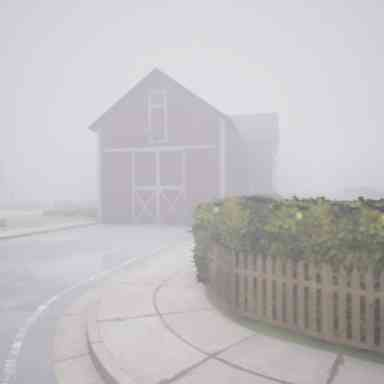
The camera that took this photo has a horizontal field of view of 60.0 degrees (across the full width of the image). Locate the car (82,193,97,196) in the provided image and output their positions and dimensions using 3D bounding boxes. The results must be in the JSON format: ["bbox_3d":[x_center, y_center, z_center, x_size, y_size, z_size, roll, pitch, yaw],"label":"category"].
[{"bbox_3d":[-18.873,1.157,61.964,2.150,2.045,5.566,0,0,14],"label":"car"}]

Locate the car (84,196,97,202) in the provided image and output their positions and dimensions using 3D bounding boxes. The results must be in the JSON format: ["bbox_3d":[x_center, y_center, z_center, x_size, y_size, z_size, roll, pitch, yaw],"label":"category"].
[{"bbox_3d":[-16.712,1.813,55.993,1.994,1.385,4.181,0,0,15],"label":"car"}]

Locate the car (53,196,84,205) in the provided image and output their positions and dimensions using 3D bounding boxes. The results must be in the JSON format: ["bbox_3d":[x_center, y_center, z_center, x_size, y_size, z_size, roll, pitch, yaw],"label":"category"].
[{"bbox_3d":[-16.665,1.681,44.168,1.816,1.474,4.193,-6,-1,12],"label":"car"}]

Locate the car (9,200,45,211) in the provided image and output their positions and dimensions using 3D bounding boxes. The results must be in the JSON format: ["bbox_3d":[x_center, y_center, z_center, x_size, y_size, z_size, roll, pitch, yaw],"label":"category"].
[{"bbox_3d":[-22.841,1.827,46.498,2.033,1.411,5.357,0,0,14],"label":"car"}]
